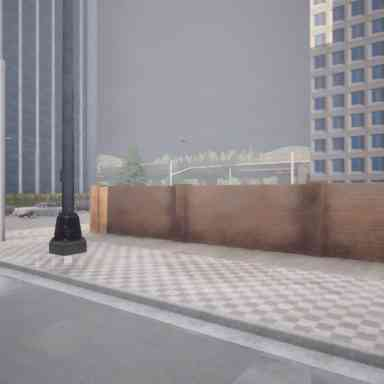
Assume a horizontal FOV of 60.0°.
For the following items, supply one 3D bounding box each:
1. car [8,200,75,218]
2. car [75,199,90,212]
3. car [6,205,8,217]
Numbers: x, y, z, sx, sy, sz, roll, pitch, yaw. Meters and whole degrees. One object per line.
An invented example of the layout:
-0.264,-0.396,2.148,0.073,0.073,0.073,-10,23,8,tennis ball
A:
-13.420,1.601,29.947,1.895,1.301,4.718,0,0,35,car
-12.415,1.547,37.483,2.033,1.411,5.357,0,0,35,car
-18.224,1.547,29.252,2.033,1.411,5.357,0,0,32,car
